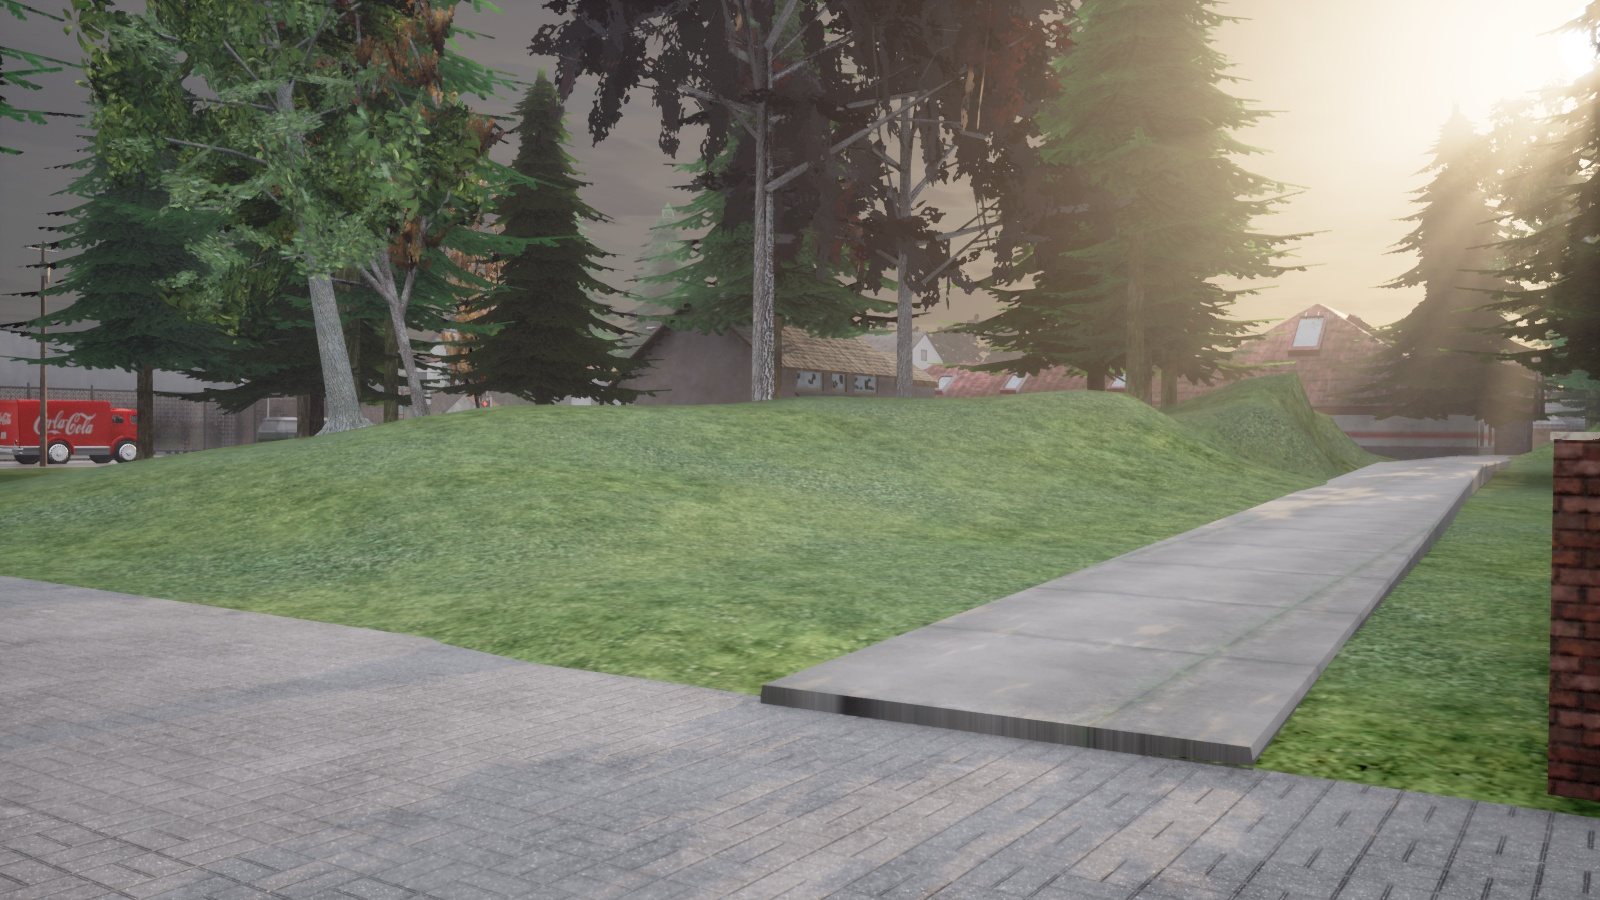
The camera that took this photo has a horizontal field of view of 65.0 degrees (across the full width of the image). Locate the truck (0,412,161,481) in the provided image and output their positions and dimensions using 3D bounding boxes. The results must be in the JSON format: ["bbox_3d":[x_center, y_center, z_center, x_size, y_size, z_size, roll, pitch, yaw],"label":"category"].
[{"bbox_3d":[-27.698,-0.160,47.996,2.627,2.467,5.204,0,1,34],"label":"truck"}]

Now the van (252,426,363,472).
[{"bbox_3d":[-22.077,-0.087,56.452,1.775,1.987,4.442,0,1,33],"label":"van"}]
